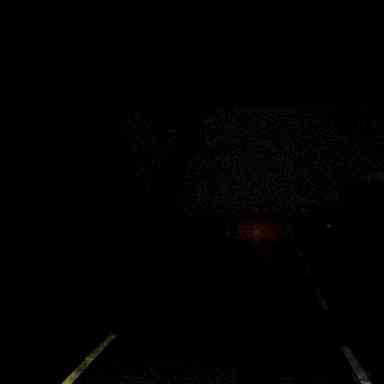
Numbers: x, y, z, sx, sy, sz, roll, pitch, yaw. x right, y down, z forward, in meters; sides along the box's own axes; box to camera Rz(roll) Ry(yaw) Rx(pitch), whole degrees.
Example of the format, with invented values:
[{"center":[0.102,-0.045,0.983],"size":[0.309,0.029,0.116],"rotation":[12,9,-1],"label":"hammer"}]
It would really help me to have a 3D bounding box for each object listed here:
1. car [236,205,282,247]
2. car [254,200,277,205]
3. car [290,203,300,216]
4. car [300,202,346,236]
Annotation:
[{"center":[3.232,1.573,15.863],"size":[1.882,1.535,5.008],"rotation":[0,-1,13],"label":"car"},{"center":[6.852,1.542,30.837],"size":[2.097,1.767,4.553],"rotation":[0,0,14],"label":"car"},{"center":[11.454,1.810,34.952],"size":[1.994,1.385,4.181],"rotation":[0,0,13],"label":"car"},{"center":[7.814,1.631,19.959],"size":[1.882,1.535,5.008],"rotation":[0,0,14],"label":"car"}]
